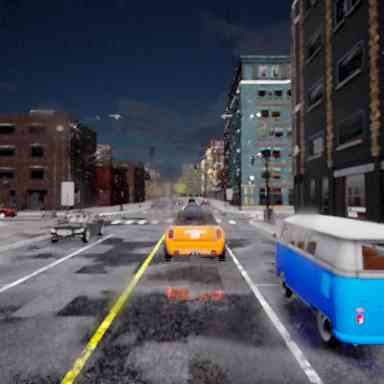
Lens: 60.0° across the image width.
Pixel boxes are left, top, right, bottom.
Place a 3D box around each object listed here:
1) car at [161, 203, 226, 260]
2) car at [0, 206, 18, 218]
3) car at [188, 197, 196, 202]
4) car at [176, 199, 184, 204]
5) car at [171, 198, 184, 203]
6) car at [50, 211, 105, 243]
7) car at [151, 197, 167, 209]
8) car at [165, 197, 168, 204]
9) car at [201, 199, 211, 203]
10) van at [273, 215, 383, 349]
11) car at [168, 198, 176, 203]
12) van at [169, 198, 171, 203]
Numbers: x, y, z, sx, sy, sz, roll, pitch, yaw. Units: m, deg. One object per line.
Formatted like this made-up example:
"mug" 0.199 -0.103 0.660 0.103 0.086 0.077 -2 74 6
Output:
"car" 0.099 1.469 13.018 2.097 1.767 4.553 0 -1 0
"car" -19.303 1.903 32.218 4.507 1.381 1.887 0 -1 1
"car" -0.009 2.231 82.591 1.837 1.490 4.892 0 -1 0
"car" -3.011 2.342 84.654 1.895 1.301 4.718 0 -1 0
"car" -3.008 2.144 69.091 2.128 1.511 4.902 0 -1 0
"car" -5.678 1.705 16.966 2.008 1.369 4.403 1 -1 0
"car" -5.759 2.037 54.921 1.887 1.381 4.507 1 -1 0
"car" -5.683 2.087 60.602 1.887 1.381 4.507 1 -1 0
"car" 2.698 2.034 66.352 1.967 1.590 4.097 1 -1 0
"van" 2.707 1.398 6.148 1.690 1.788 3.998 1 -1 0
"car" -5.688 2.430 94.721 1.802 1.307 4.206 1 -1 0
"van" -5.679 1.934 66.291 1.690 1.788 3.998 1 -1 0
